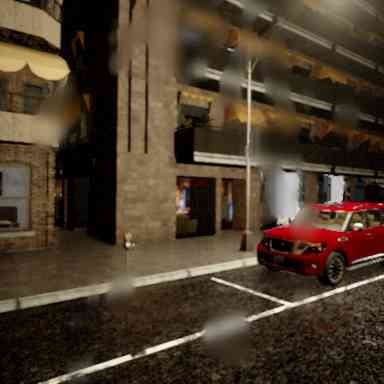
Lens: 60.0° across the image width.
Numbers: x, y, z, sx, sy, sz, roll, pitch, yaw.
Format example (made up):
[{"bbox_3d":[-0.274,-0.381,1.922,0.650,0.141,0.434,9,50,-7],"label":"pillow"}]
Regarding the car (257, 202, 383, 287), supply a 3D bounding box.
[{"bbox_3d":[4.116,1.260,9.430,5.009,1.841,2.192,0,1,-35],"label":"car"}]
